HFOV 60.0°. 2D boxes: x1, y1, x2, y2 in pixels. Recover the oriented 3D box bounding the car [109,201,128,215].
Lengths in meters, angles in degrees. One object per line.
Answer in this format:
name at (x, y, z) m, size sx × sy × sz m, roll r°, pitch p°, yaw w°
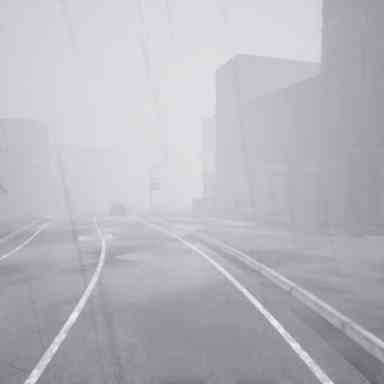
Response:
car at (-7.797, 1.675, 35.418) m, size 1.812 × 1.442 × 4.674 m, roll -1°, pitch 0°, yaw -11°
